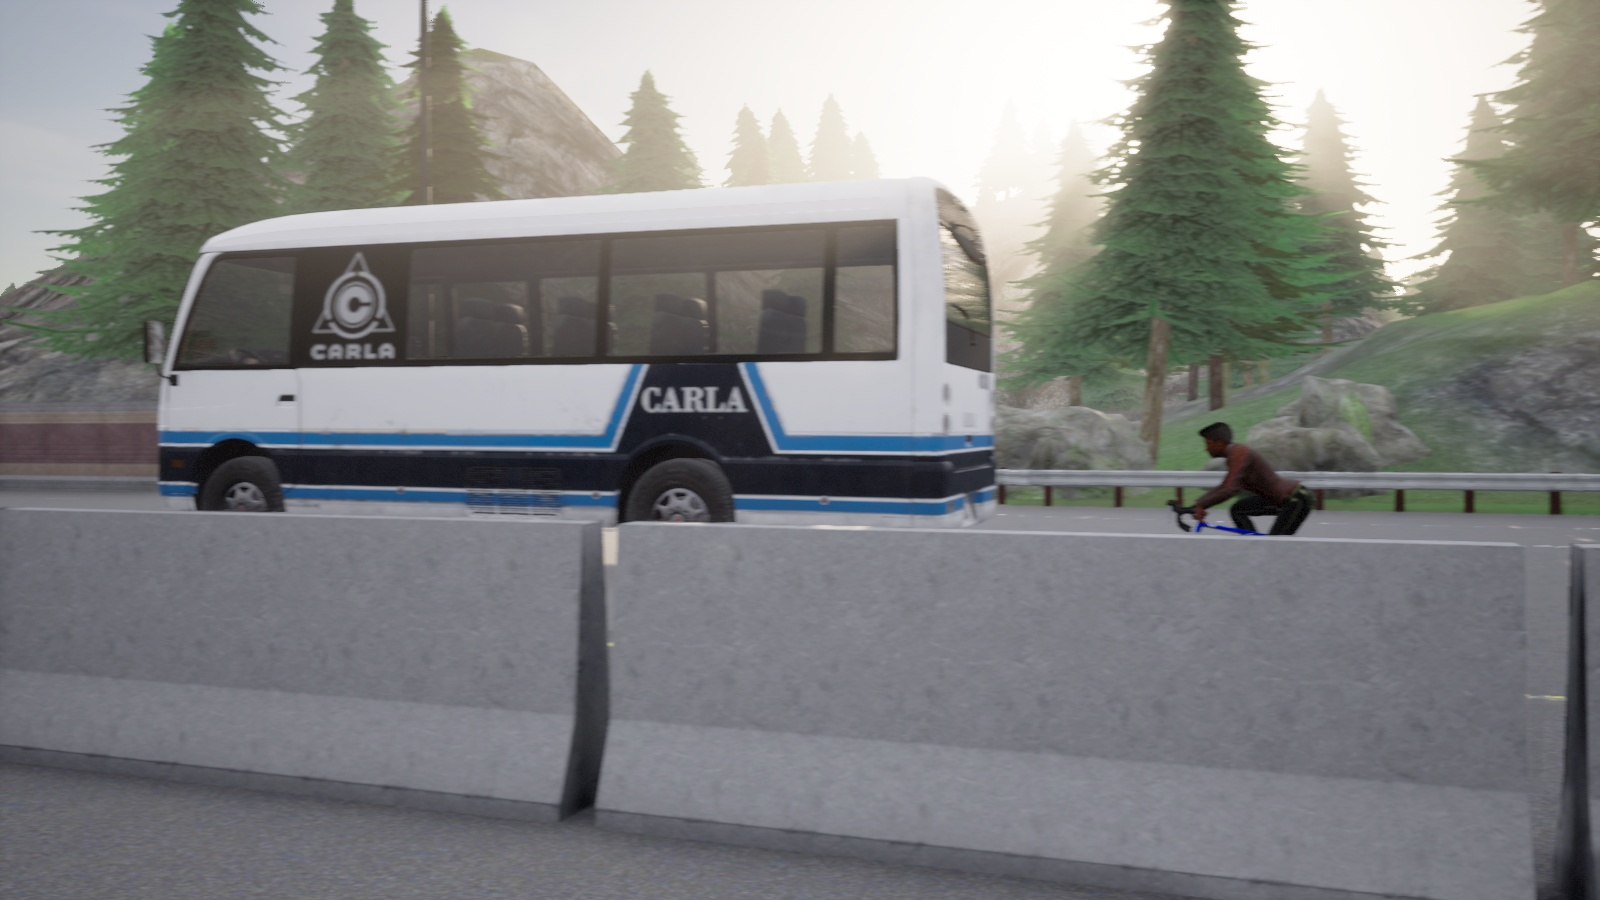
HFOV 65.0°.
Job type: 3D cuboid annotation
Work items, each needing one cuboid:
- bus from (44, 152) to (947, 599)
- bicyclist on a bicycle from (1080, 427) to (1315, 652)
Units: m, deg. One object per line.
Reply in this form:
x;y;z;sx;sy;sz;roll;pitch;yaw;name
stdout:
-3.683;-0.818;15.479;10.273;4.253;3.944;1;1;19;bus
3.008;0.637;9.566;1.656;1.620;0.582;0;1;19;bicyclist on a bicycle
